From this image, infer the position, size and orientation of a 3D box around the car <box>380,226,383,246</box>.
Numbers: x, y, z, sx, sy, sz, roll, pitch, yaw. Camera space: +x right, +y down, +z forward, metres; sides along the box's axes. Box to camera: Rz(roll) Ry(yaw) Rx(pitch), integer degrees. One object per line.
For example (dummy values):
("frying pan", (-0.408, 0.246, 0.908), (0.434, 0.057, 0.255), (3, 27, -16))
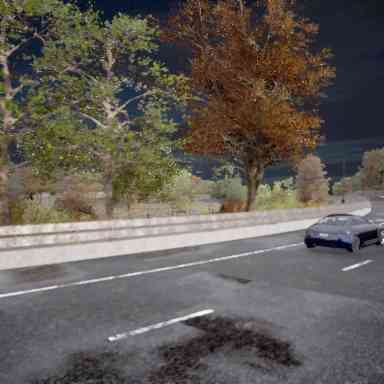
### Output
("car", (7.959, 1.533, 10.611), (4.892, 1.490, 1.837), (0, 0, -42))

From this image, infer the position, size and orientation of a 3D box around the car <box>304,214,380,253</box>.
("car", (6.494, 1.608, 14.014), (4.181, 1.385, 1.994), (0, 0, -43))
